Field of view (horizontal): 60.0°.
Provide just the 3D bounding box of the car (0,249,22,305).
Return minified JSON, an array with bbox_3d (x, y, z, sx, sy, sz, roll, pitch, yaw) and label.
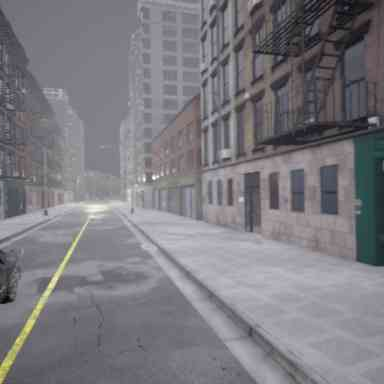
[{"bbox_3d":[-4.353,1.657,5.623,2.033,1.411,5.357,-1,0,-15],"label":"car"}]
